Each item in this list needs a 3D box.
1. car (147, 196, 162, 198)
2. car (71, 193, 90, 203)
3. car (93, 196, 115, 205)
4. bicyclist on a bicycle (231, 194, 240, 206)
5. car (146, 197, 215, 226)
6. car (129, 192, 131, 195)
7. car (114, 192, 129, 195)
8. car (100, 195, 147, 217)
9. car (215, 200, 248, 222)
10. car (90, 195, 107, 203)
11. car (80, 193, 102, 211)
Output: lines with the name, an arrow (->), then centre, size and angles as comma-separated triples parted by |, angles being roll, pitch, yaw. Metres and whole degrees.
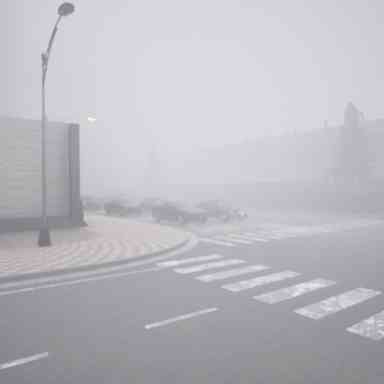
car -> -3.333, 1.184, 32.154 | 2.097, 1.767, 4.553 | 0, 0, -36
car -> -21.399, 1.158, 63.657 | 2.097, 1.767, 4.553 | 0, 0, -36
car -> -14.372, 1.406, 53.956 | 1.895, 1.301, 4.718 | 0, 0, -36
bicyclist on a bicycle -> 5.059, 1.056, 39.300 | 1.656, 1.620, 0.582 | -1, 0, -36
car -> -0.910, 1.335, 22.751 | 1.882, 1.535, 5.008 | 0, 0, -36
car -> -12.159, 1.003, 56.701 | 2.150, 2.045, 5.566 | 0, 0, -36
car -> -10.172, 1.183, 41.727 | 2.097, 1.767, 4.553 | 0, 0, -35
car -> -6.362, 1.334, 30.376 | 1.882, 1.535, 5.008 | 0, 0, -36
car -> 2.024, 1.324, 24.664 | 2.128, 1.511, 4.902 | 0, 0, -36
car -> -18.367, 1.307, 65.386 | 1.812, 1.442, 4.674 | 0, 0, -36
car -> -12.271, 1.208, 38.648 | 2.097, 1.767, 4.553 | 0, 0, -36
